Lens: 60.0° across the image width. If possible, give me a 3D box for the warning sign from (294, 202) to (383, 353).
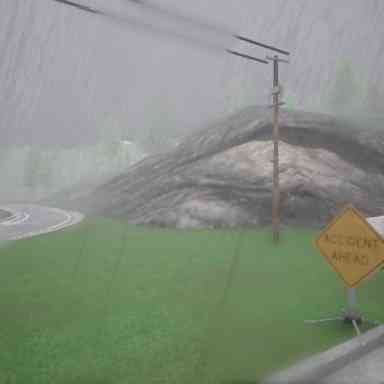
[{"bbox_3d":[2.425,1.114,5.046,1.060,1.860,1.300,0,0,-35],"label":"warning sign"}]
